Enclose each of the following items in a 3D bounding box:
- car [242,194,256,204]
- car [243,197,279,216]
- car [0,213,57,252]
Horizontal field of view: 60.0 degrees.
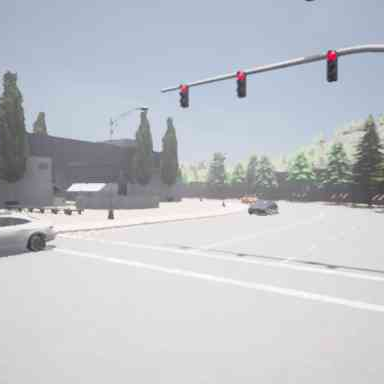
[{"bbox_3d":[10.238,1.226,57.413,2.097,1.767,4.553,0,0,-10],"label":"car"},{"bbox_3d":[7.076,1.485,32.414,2.033,1.411,5.357,0,0,29],"label":"car"},{"bbox_3d":[-7.119,1.475,11.633,1.812,1.442,4.674,0,0,36],"label":"car"}]
